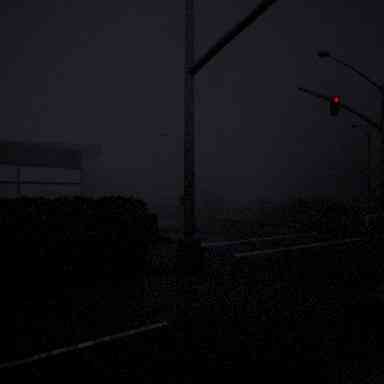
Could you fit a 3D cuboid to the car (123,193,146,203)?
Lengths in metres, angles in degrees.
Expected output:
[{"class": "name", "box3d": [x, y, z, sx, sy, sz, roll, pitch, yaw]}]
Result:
[{"class": "car", "box3d": [-10.972, 1.077, 63.575, 3.866, 1.878, 1.905, 0, 0, -35]}]

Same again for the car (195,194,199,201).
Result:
[{"class": "car", "box3d": [1.562, 1.298, 76.838, 4.514, 1.523, 2.007, 0, 0, -35]}]

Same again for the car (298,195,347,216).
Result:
[{"class": "car", "box3d": [12.008, 1.340, 29.956, 4.514, 1.523, 2.007, 0, 0, -35]}]

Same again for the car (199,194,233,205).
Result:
[{"class": "car", "box3d": [3.931, 1.298, 54.801, 4.514, 1.523, 2.007, 0, 0, -35]}]

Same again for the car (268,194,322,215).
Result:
[{"class": "car", "box3d": [10.163, 1.330, 32.493, 5.027, 1.636, 2.152, 0, 0, -35]}]

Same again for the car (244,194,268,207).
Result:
[{"class": "car", "box3d": [9.638, 1.320, 46.598, 3.633, 1.501, 1.845, 0, 0, -35]}]

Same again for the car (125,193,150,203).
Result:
[{"class": "car", "box3d": [-9.562, 1.361, 60.502, 3.806, 1.475, 1.970, 0, 0, -35]}]

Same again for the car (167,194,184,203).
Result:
[{"class": "car", "box3d": [-2.644, 1.097, 65.405, 4.605, 1.855, 1.932, 0, 0, -35]}]

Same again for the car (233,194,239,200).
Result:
[{"class": "car", "box3d": [9.436, 1.232, 77.890, 3.806, 1.475, 1.970, 0, 0, -35]}]

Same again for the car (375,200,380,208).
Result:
[{"class": "car", "box3d": [25.525, 1.384, 43.097, 3.806, 1.475, 1.970, 0, 0, -35]}]

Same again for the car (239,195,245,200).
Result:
[{"class": "car", "box3d": [13.388, 1.154, 72.824, 5.027, 1.636, 2.152, 0, 0, -35]}]
